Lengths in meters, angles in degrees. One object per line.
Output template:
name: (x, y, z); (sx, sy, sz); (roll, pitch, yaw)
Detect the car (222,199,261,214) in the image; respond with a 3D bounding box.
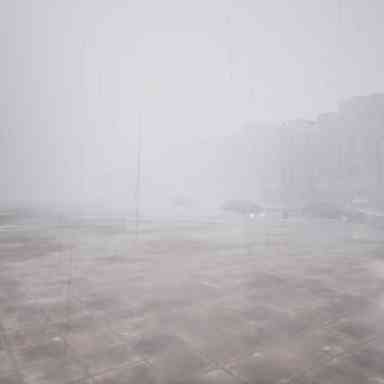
car: (4.897, 1.376, 33.367); (1.994, 1.385, 4.181); (-2, 2, -36)

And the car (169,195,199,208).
car: (-1.016, 1.188, 41.751); (2.128, 1.511, 4.902); (-2, 2, -35)

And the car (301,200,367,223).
car: (10.638, 1.426, 25.247); (1.837, 1.490, 4.892); (-2, 2, -35)
